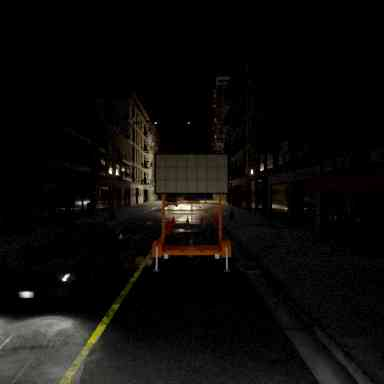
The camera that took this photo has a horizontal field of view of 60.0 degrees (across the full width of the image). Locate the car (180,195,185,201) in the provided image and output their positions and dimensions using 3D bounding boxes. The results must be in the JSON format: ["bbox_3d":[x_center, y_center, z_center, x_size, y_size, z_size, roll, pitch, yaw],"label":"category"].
[{"bbox_3d":[-3.087,1.573,90.719,2.097,1.767,4.553,0,0,0],"label":"car"}]

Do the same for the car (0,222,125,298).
[{"bbox_3d":[-3.111,1.550,8.916,2.033,1.411,5.357,0,0,0],"label":"car"}]

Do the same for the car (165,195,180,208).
[{"bbox_3d":[-3.145,1.581,50.598,1.812,1.442,4.674,0,0,0],"label":"car"}]

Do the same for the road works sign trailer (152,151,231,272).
[{"bbox_3d":[-0.006,0.468,10.826,2.380,3.560,2.880,0,0,0],"label":"road works sign trailer"}]
